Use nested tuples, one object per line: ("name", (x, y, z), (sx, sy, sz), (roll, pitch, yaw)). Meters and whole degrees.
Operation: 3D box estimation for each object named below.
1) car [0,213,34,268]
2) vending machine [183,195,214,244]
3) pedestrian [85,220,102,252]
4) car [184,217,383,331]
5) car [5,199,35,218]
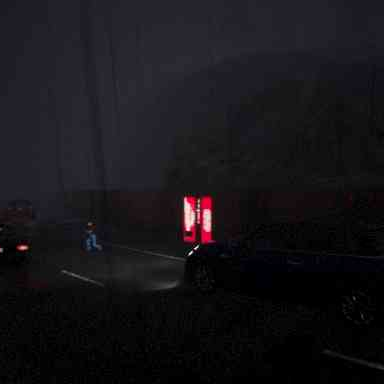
("car", (-6.686, 1.547, 10.308), (2.033, 1.411, 5.357), (0, 0, -43))
("vending machine", (0.287, 1.195, 15.033), (1.100, 2.100, 0.880), (0, 0, -45))
("pedestrian", (-3.667, 1.574, 12.244), (0.375, 1.300, 0.375), (0, 0, -44))
("car", (2.008, 1.352, 7.134), (4.553, 1.767, 2.097), (0, 0, 37))
("car", (-14.520, 1.351, 28.085), (2.097, 1.767, 4.553), (0, 0, -27))
